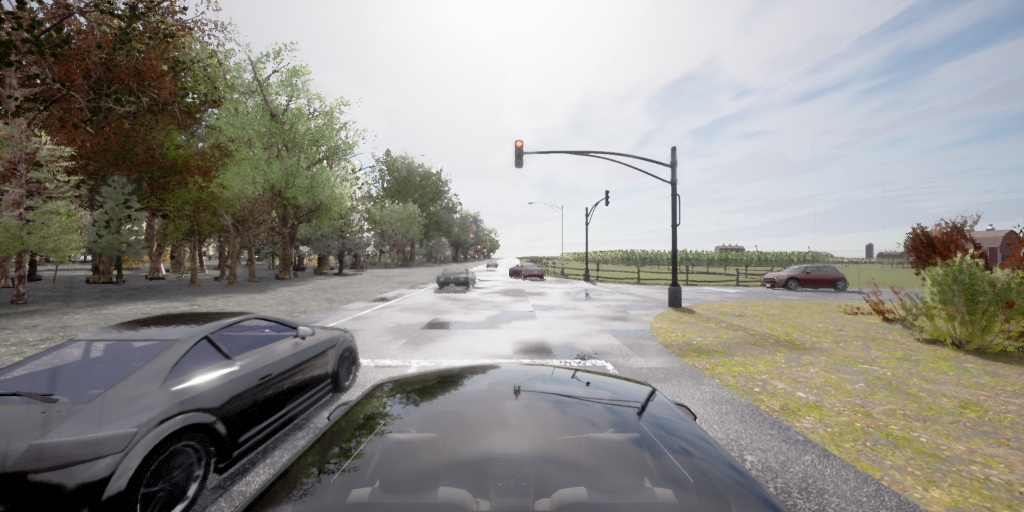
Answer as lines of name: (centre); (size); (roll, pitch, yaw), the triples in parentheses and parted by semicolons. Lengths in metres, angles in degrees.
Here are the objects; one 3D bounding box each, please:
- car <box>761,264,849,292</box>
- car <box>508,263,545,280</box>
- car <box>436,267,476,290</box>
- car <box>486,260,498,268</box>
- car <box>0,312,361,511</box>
car: (19.013, 1.365, 23.455); (4.553, 1.767, 2.097); (1, -1, 0)
car: (1.199, 1.316, 31.730); (1.994, 1.385, 4.181); (0, 0, -24)
car: (-3.377, 1.355, 22.579); (1.895, 1.301, 4.718); (0, 0, 0)
car: (-3.336, 1.353, 62.008); (1.895, 1.301, 4.718); (0, 0, 0)
car: (-3.398, 1.314, 4.023); (1.994, 1.385, 4.181); (0, 0, 0)
